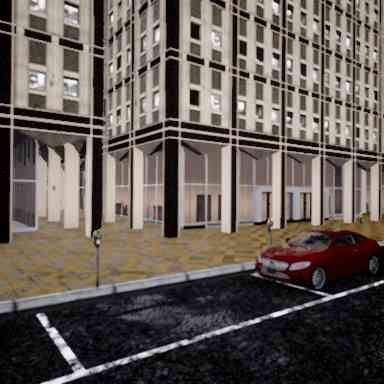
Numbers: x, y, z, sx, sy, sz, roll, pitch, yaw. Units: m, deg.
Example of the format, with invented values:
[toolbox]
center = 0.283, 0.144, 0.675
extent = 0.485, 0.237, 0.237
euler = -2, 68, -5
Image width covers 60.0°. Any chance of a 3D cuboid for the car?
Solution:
[car]
center = 3.595, 1.659, 9.124
extent = 4.206, 1.307, 1.802
euler = 1, 0, -35
